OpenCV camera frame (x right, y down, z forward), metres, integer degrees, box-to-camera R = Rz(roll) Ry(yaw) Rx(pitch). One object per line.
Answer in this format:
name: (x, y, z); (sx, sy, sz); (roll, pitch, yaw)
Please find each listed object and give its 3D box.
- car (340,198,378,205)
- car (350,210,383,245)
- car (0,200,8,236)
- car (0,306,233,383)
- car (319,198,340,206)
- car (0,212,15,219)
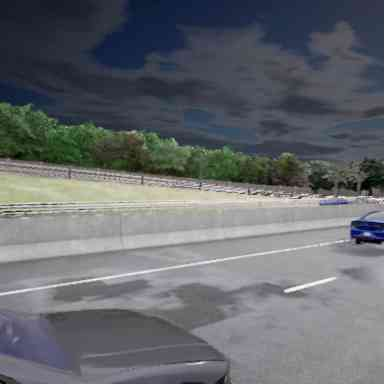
car: (20.543, 1.499, 40.182); (4.902, 1.511, 2.128); (0, 0, -35)
car: (8.824, 1.485, 14.360); (5.008, 1.535, 1.882); (0, 0, -36)
car: (-12.050, 1.358, 16.898); (4.553, 1.767, 2.097); (0, 0, -35)
car: (-2.182, 1.548, 2.197); (5.357, 1.411, 2.033); (0, 0, -35)
car: (18.479, 1.486, 43.005); (5.008, 1.535, 1.882); (0, 0, -35)
car: (-9.816, 1.531, 14.191); (4.674, 1.442, 1.812); (0, 0, -35)
